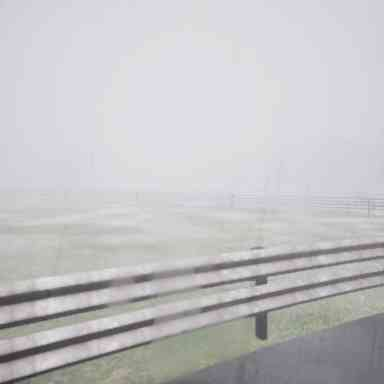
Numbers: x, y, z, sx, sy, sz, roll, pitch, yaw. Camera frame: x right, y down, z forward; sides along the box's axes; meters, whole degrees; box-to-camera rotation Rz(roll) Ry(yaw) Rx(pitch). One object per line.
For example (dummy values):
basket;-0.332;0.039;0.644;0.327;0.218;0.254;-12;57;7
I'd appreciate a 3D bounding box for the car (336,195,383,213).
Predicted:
car;15.296;0.989;29.075;4.902;1.511;2.128;2;2;31

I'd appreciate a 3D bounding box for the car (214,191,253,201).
car;4.876;0.638;39.167;4.674;1.442;1.812;1;2;30
